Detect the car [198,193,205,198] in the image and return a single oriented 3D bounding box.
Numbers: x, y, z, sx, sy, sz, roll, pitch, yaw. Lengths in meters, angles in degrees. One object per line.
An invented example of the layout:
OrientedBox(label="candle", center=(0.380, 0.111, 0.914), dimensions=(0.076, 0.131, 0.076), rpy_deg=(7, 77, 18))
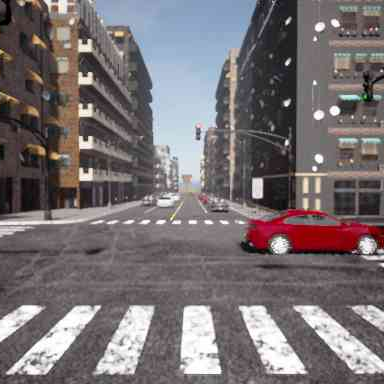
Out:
OrientedBox(label="car", center=(2.466, 0.988, 90.265), dimensions=(1.802, 1.307, 4.206), rpy_deg=(-1, 0, 0))

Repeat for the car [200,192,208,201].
OrientedBox(label="car", center=(2.576, 1.180, 50.744), dimensions=(1.887, 1.381, 4.507), rpy_deg=(-1, 0, 0))

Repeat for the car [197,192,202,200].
OrientedBox(label="car", center=(2.518, 1.077, 67.738), dimensions=(1.887, 1.381, 4.507), rpy_deg=(-1, 0, 0))

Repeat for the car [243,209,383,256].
OrientedBox(label="car", center=(4.451, 1.415, 12.379), dimensions=(5.008, 1.535, 1.882), rpy_deg=(0, 2, 0))

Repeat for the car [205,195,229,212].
OrientedBox(label="car", center=(2.727, 1.296, 33.950), dimensions=(2.008, 1.369, 4.403), rpy_deg=(-1, 0, 0))

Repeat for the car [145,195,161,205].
OrientedBox(label="car", center=(-5.959, 1.200, 50.920), dimensions=(1.947, 1.339, 4.313), rpy_deg=(-1, 0, 0))

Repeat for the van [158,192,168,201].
OrientedBox(label="van", center=(-5.833, 0.873, 67.817), dimensions=(1.690, 1.788, 3.998), rpy_deg=(-1, 0, 0))

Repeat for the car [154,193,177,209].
OrientedBox(label="car", center=(-3.189, 1.227, 40.261), dimensions=(1.812, 1.442, 4.674), rpy_deg=(0, 0, 0))

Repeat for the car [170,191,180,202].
OrientedBox(label="car", center=(-3.163, 1.088, 62.552), dimensions=(1.812, 1.442, 4.674), rpy_deg=(0, 0, 0))

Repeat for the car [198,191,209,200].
OrientedBox(label="car", center=(2.500, 0.815, 73.369), dimensions=(2.192, 1.841, 5.009), rpy_deg=(-1, 0, 0))

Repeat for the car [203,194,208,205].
OrientedBox(label="car", center=(2.706, 1.258, 39.481), dimensions=(2.008, 1.369, 4.403), rpy_deg=(-1, 0, 0))

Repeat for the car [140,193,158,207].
OrientedBox(label="car", center=(-5.947, 1.220, 45.288), dimensions=(2.008, 1.369, 4.403), rpy_deg=(-1, 0, 0))
